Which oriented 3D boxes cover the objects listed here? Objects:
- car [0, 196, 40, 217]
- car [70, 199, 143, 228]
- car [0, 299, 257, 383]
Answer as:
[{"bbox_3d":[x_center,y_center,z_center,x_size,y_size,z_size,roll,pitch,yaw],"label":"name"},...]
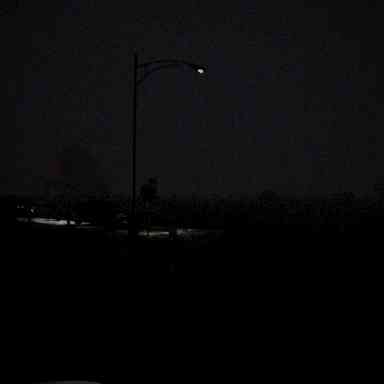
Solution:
[{"bbox_3d":[-13.605,1.055,25.543,4.902,1.511,2.128,1,0,36],"label":"car"},{"bbox_3d":[-5.092,1.180,19.585,5.008,1.535,1.882,1,0,35],"label":"car"},{"bbox_3d":[-1.767,1.512,1.569,4.892,1.490,1.837,0,0,-31],"label":"car"}]
